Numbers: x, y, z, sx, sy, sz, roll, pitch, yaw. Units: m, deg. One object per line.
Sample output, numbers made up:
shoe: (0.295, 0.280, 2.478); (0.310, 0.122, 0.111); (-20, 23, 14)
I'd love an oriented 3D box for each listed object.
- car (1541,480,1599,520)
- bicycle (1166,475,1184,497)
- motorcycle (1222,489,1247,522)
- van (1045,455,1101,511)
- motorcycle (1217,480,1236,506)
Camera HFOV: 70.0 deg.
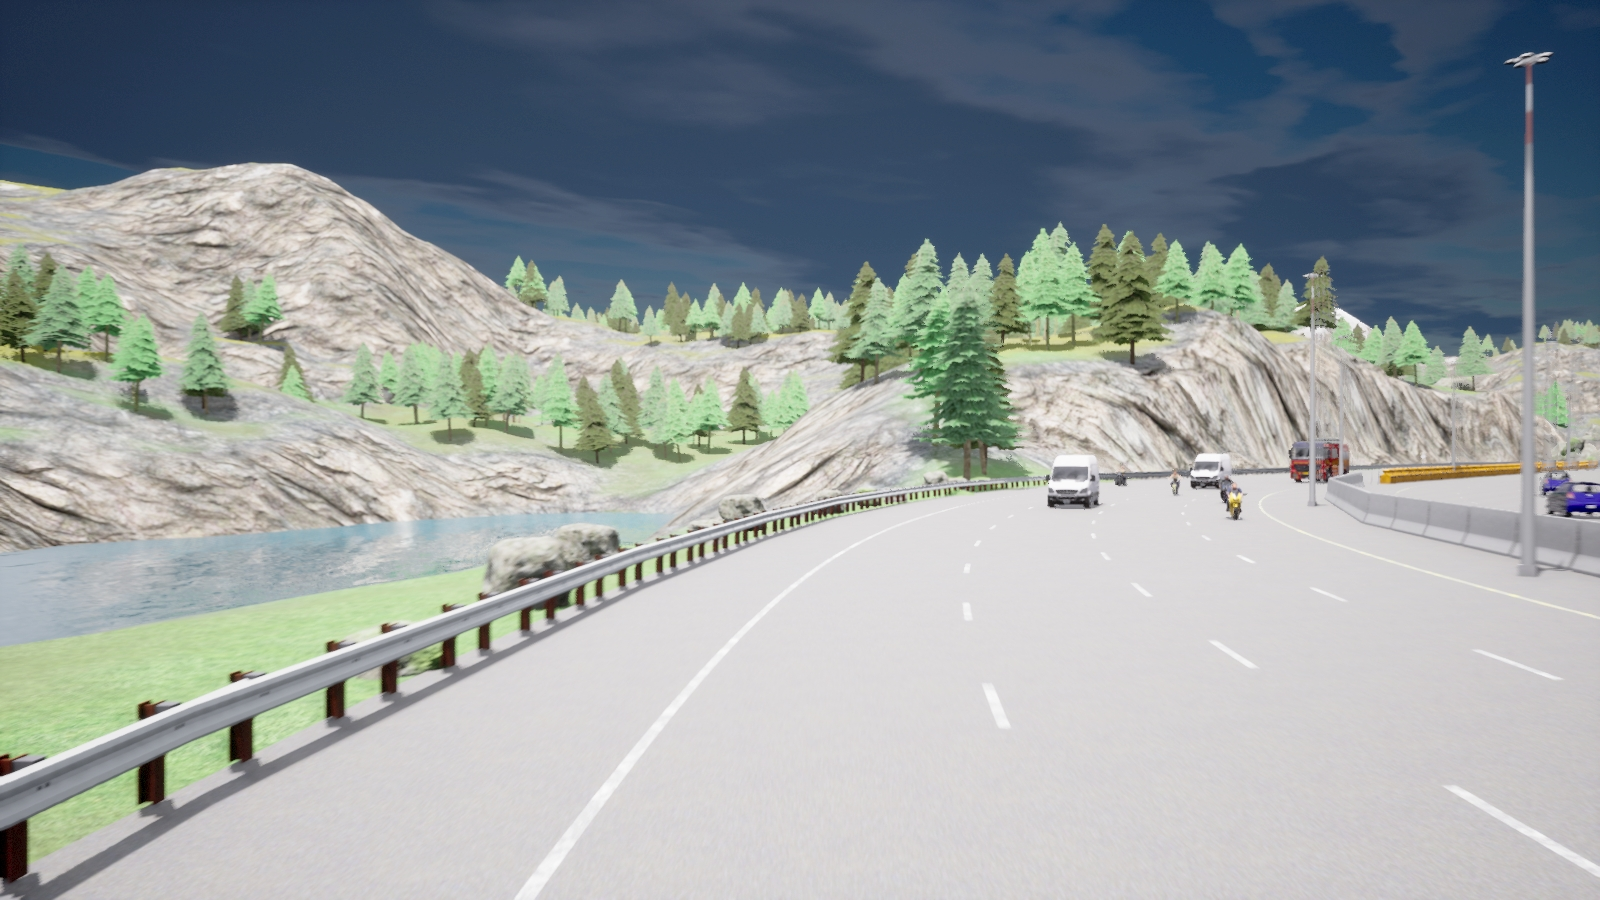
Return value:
car: (32.877, 2.080, 48.299); (1.845, 1.501, 3.633); (0, 0, 20)
bicycle: (22.957, 2.178, 69.950); (0.859, 1.295, 1.487); (0, 0, 26)
motorcycle: (17.458, 2.199, 45.928); (0.803, 1.217, 2.033); (0, 0, 17)
van: (13.516, 1.551, 56.300); (1.988, 2.561, 5.915); (0, 0, 20)
motorcycle: (22.400, 2.233, 59.986); (0.867, 1.251, 2.209); (0, 0, 22)
